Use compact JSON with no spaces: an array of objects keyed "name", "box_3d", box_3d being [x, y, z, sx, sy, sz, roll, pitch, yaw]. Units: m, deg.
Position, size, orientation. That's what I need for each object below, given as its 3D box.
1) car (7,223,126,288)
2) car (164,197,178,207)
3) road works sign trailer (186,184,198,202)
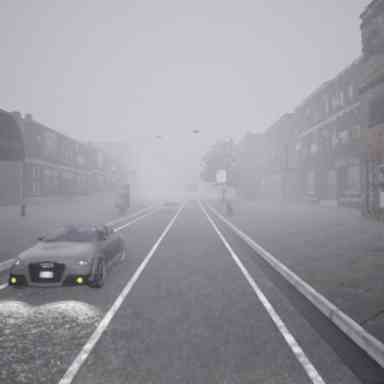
[{"name":"car","box_3d":[-3.105,1.569,9.080,1.994,1.385,4.181,0,0,0]},{"name":"car","box_3d":[-3.098,1.480,49.580,1.812,1.442,4.674,0,0,0]},{"name":"road works sign trailer","box_3d":[-0.016,0.256,67.802,2.380,3.560,2.880,0,1,0]}]
